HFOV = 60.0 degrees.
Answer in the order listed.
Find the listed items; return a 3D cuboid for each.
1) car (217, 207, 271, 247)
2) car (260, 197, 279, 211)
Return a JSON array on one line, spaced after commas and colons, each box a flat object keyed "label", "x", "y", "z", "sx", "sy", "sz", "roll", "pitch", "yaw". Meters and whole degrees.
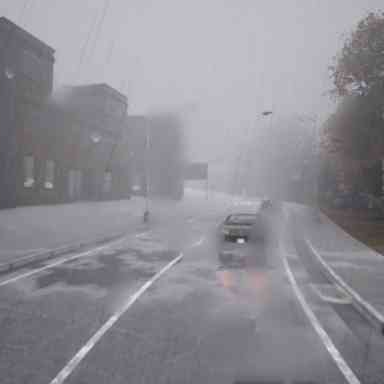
[{"label": "car", "x": 2.426, "y": 1.581, "z": 14.935, "sx": 1.895, "sy": 1.301, "sz": 4.718, "roll": 0, "pitch": 0, "yaw": 14}, {"label": "car", "x": 8.677, "y": 1.302, "z": 37.342, "sx": 1.837, "sy": 1.490, "sz": 4.892, "roll": 0, "pitch": 1, "yaw": 13}]
